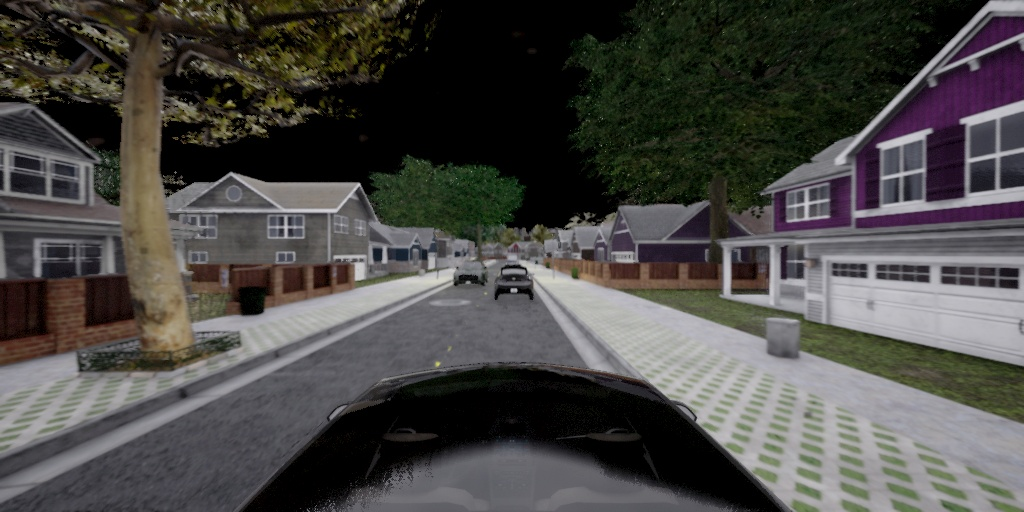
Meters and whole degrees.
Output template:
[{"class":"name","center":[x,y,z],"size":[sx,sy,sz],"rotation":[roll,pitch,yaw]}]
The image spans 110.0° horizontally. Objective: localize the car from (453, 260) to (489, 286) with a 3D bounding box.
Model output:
[{"class":"car","center":[-2.771,1.090,24.954],"size":[2.097,1.767,4.553],"rotation":[0,0,0]}]

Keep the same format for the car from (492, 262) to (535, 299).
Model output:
[{"class":"car","center":[0.088,1.251,18.076],"size":[1.837,1.490,4.892],"rotation":[0,0,0]}]
